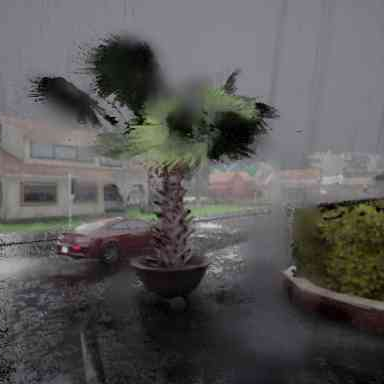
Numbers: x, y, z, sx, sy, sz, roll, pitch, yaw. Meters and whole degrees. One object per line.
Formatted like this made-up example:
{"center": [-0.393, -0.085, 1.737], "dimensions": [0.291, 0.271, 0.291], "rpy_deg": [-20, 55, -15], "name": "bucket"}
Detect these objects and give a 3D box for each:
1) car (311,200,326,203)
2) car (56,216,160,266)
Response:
{"center": [12.578, 1.547, 32.211], "dimensions": [1.837, 1.490, 4.892], "rpy_deg": [0, -1, 36], "name": "car"}
{"center": [-2.466, 1.569, 11.883], "dimensions": [1.812, 1.442, 4.674], "rpy_deg": [-1, -1, 36], "name": "car"}
